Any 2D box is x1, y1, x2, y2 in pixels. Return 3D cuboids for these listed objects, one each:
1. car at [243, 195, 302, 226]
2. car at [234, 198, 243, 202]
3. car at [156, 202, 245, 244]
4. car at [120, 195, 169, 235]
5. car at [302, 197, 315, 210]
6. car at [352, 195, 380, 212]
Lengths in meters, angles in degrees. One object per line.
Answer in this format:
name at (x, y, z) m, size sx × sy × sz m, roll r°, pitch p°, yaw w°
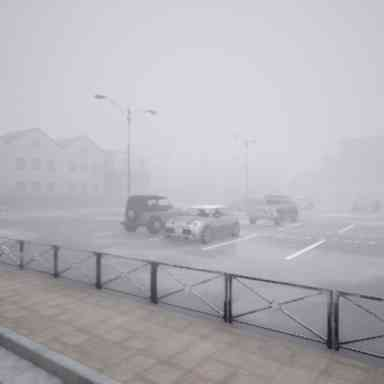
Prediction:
car at (5.364, 1.106, 21.736) m, size 1.932 × 1.855 × 4.605 m, roll 0°, pitch 0°, yaw 35°
car at (5.450, 1.314, 33.918) m, size 2.007 × 1.523 × 4.514 m, roll 0°, pitch 0°, yaw 35°
car at (0.514, 1.369, 14.780) m, size 1.970 × 1.475 × 3.806 m, roll 0°, pitch 0°, yaw 35°
car at (-1.853, 1.088, 17.194) m, size 1.905 × 1.878 × 3.866 m, roll 0°, pitch 0°, yaw 35°
car at (12.502, 1.245, 37.574) m, size 1.970 × 1.475 × 3.806 m, roll 0°, pitch 0°, yaw 35°
car at (17.936, 1.161, 34.145) m, size 2.152 × 1.636 × 5.027 m, roll 0°, pitch 0°, yaw 35°
